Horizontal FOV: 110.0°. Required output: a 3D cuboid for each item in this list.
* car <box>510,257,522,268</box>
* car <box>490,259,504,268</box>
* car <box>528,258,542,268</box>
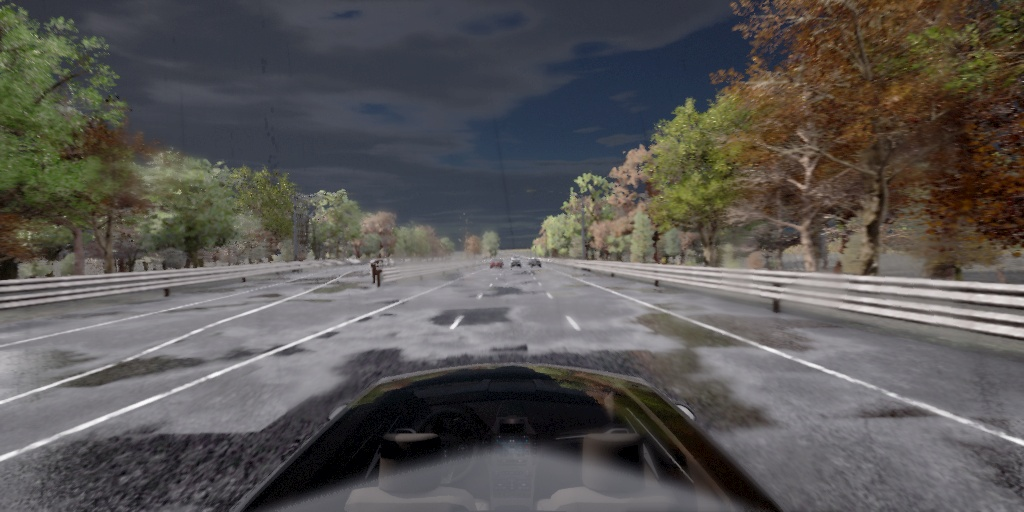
[{"bbox_3d":[0.735,1.356,63.794,1.837,1.490,4.892,-1,0,1],"label":"car"},{"bbox_3d":[-2.762,1.271,64.227,2.097,1.767,4.553,-1,0,1],"label":"car"},{"bbox_3d":[4.233,1.293,63.748,1.837,1.490,4.892,-1,0,1],"label":"car"}]
